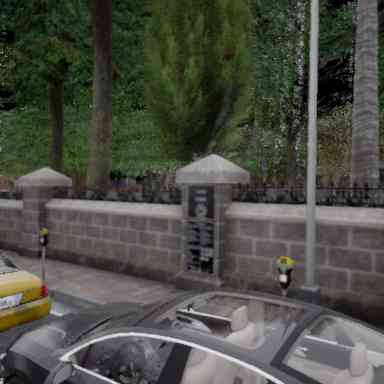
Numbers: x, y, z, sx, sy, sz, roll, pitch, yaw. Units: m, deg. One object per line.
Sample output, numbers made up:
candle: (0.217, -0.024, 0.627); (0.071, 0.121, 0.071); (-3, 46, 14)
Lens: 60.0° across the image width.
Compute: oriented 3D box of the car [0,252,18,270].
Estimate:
car: (-4.493, 1.511, 5.999); (4.829, 1.417, 1.752); (0, 1, 36)

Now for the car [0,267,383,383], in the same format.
car: (0.083, 1.548, 2.736); (4.403, 1.369, 2.008); (0, 1, 36)
